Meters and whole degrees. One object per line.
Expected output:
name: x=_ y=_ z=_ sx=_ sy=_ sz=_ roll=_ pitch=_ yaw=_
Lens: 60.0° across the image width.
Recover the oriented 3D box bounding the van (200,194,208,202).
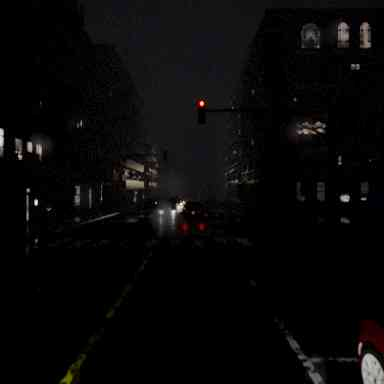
van: x=2.729 y=1.327 z=78.585 sx=1.690 sy=1.788 sz=3.998 roll=-1 pitch=0 yaw=0

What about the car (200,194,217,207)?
car: x=2.713 y=1.420 z=50.946 sx=1.967 sy=1.590 sz=4.097 roll=-1 pitch=0 yaw=0

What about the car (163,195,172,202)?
car: x=-5.649 y=1.511 z=78.425 sx=1.752 sy=1.417 sz=4.829 roll=-1 pitch=0 yaw=0

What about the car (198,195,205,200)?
car: x=2.741 y=1.539 z=95.169 sx=1.887 sy=1.381 sz=4.507 roll=-1 pitch=0 yaw=0

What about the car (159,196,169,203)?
car: x=-5.656 y=1.564 z=67.540 sx=1.802 sy=1.307 sz=4.206 roll=-1 pitch=0 yaw=0

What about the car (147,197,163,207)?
car: x=-5.666 y=1.546 z=50.956 sx=1.947 sy=1.339 sz=4.313 roll=0 pitch=0 yaw=0

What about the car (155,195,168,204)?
car: x=-5.661 y=1.421 z=62.012 sx=1.967 sy=1.590 sz=4.097 roll=-1 pitch=0 yaw=0

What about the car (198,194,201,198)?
car: x=2.725 y=1.533 z=67.529 sx=2.008 sy=1.369 sz=4.403 roll=-1 pitch=0 yaw=0

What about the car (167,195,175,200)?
car: x=-5.642 y=1.573 z=89.652 sx=1.802 sy=1.307 sz=4.206 roll=-1 pitch=0 yaw=0

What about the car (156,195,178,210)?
car: x=-3.072 y=1.505 z=42.210 sx=1.812 sy=1.442 sz=4.674 roll=0 pitch=0 yaw=0

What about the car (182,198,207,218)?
car: x=0.117 y=1.508 z=29.594 sx=1.812 sy=1.442 sz=4.674 roll=0 pitch=0 yaw=0

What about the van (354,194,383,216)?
van: x=15.658 y=1.017 z=27.509 sx=3.998 sy=1.788 sz=1.690 roll=-1 pitch=1 yaw=-1

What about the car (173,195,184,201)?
car: x=-2.955 y=1.300 z=73.970 sx=2.033 sy=1.411 sz=5.357 roll=0 pitch=0 yaw=0

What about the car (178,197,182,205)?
car: x=-3.046 y=1.506 z=57.678 sx=1.812 sy=1.442 sz=4.674 roll=0 pitch=0 yaw=0

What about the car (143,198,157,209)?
car: x=-5.669 y=1.531 z=45.428 sx=2.008 sy=1.369 sz=4.403 roll=0 pitch=0 yaw=0

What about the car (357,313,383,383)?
car: x=2.684 y=1.543 z=1.946 sx=1.887 sy=1.381 sz=4.507 roll=0 pitch=0 yaw=0
